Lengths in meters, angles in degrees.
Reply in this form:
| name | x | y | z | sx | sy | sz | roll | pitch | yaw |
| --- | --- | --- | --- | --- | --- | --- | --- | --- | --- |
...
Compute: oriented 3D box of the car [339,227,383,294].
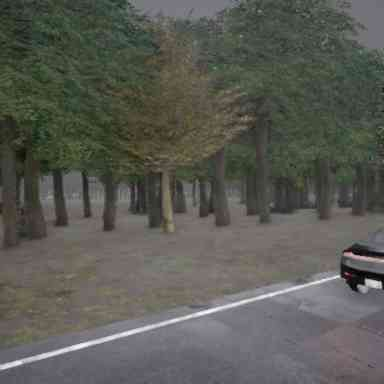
| name | x | y | z | sx | sy | sz | roll | pitch | yaw |
| --- | --- | --- | --- | --- | --- | --- | --- | --- | --- |
| car | 5.320 | 1.475 | 7.550 | 4.902 | 1.511 | 2.128 | 0 | 0 | -36 |
